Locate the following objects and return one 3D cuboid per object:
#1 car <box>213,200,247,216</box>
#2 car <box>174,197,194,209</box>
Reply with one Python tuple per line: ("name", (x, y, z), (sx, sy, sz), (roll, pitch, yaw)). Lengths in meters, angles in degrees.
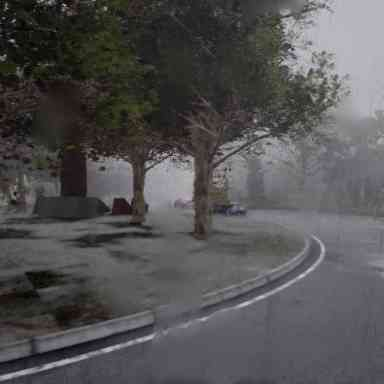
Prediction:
("car", (3.186, 1.460, 31.456), (1.994, 1.385, 4.181), (0, 0, -39))
("car", (-0.972, 1.378, 43.323), (1.812, 1.442, 4.674), (0, 0, -20))
